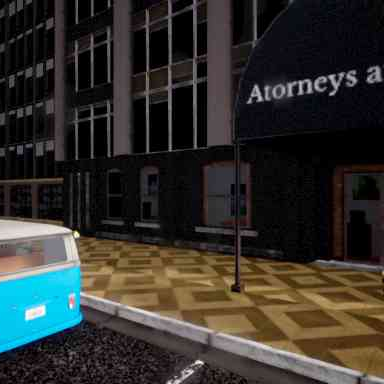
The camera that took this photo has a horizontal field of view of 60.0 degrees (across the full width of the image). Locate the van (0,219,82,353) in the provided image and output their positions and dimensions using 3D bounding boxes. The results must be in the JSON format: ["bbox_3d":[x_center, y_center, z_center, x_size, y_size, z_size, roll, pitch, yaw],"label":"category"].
[{"bbox_3d":[-3.547,1.341,5.427,3.998,1.788,1.690,0,0,36],"label":"van"}]
